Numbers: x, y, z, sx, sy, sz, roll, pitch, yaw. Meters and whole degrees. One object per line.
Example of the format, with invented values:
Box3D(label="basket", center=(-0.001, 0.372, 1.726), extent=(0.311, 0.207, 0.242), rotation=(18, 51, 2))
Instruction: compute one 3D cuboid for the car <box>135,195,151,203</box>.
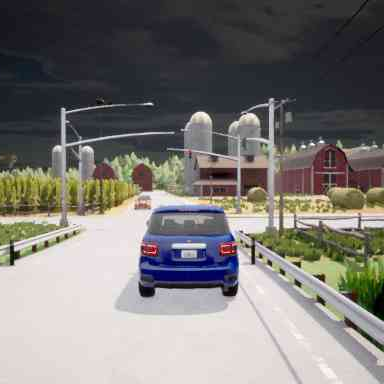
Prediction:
Box3D(label="car", center=(-6.390, 1.335, 43.508), extent=(2.097, 1.767, 4.553), rotation=(0, 1, -7))

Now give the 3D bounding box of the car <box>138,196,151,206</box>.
Box3D(label="car", center=(-7.602, 1.393, 53.170), extent=(1.994, 1.385, 4.181), rotation=(0, 1, -8))

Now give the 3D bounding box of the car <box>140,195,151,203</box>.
Box3D(label="car", center=(-8.849, 1.234, 63.135), extent=(1.994, 1.385, 4.181), rotation=(0, 1, -7))

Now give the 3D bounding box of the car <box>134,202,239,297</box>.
Box3D(label="car", center=(-0.109, 1.365, 9.053), extent=(2.150, 2.045, 5.566), rotation=(0, -2, -1))
